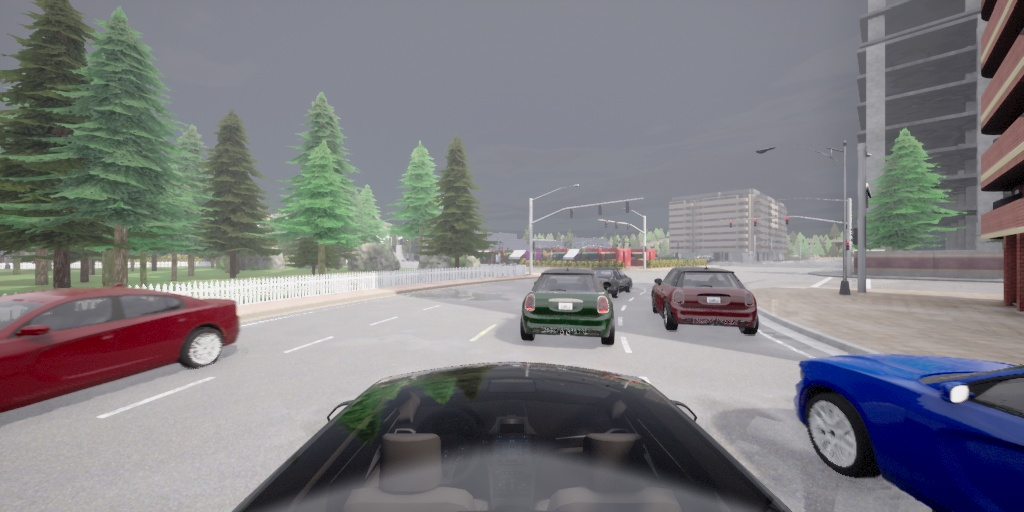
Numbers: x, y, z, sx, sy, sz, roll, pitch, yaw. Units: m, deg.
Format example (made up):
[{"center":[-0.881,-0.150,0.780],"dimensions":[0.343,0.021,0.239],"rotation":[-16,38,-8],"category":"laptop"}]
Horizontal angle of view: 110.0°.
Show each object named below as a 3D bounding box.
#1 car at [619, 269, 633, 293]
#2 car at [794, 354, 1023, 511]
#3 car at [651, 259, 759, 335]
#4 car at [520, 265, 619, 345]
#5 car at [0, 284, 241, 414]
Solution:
[{"center":[4.866,1.303,18.569],"dimensions":[2.033,1.411,5.357],"rotation":[0,0,29],"category":"car"},{"center":[3.854,1.229,1.690],"dimensions":[1.882,1.535,5.008],"rotation":[0,0,1],"category":"car"},{"center":[5.530,1.106,10.872],"dimensions":[2.097,1.767,4.553],"rotation":[0,0,15],"category":"car"},{"center":[1.616,1.104,9.817],"dimensions":[2.097,1.767,4.553],"rotation":[0,0,13],"category":"car"},{"center":[-6.583,1.226,5.101],"dimensions":[1.882,1.535,5.008],"rotation":[0,0,7],"category":"car"}]
